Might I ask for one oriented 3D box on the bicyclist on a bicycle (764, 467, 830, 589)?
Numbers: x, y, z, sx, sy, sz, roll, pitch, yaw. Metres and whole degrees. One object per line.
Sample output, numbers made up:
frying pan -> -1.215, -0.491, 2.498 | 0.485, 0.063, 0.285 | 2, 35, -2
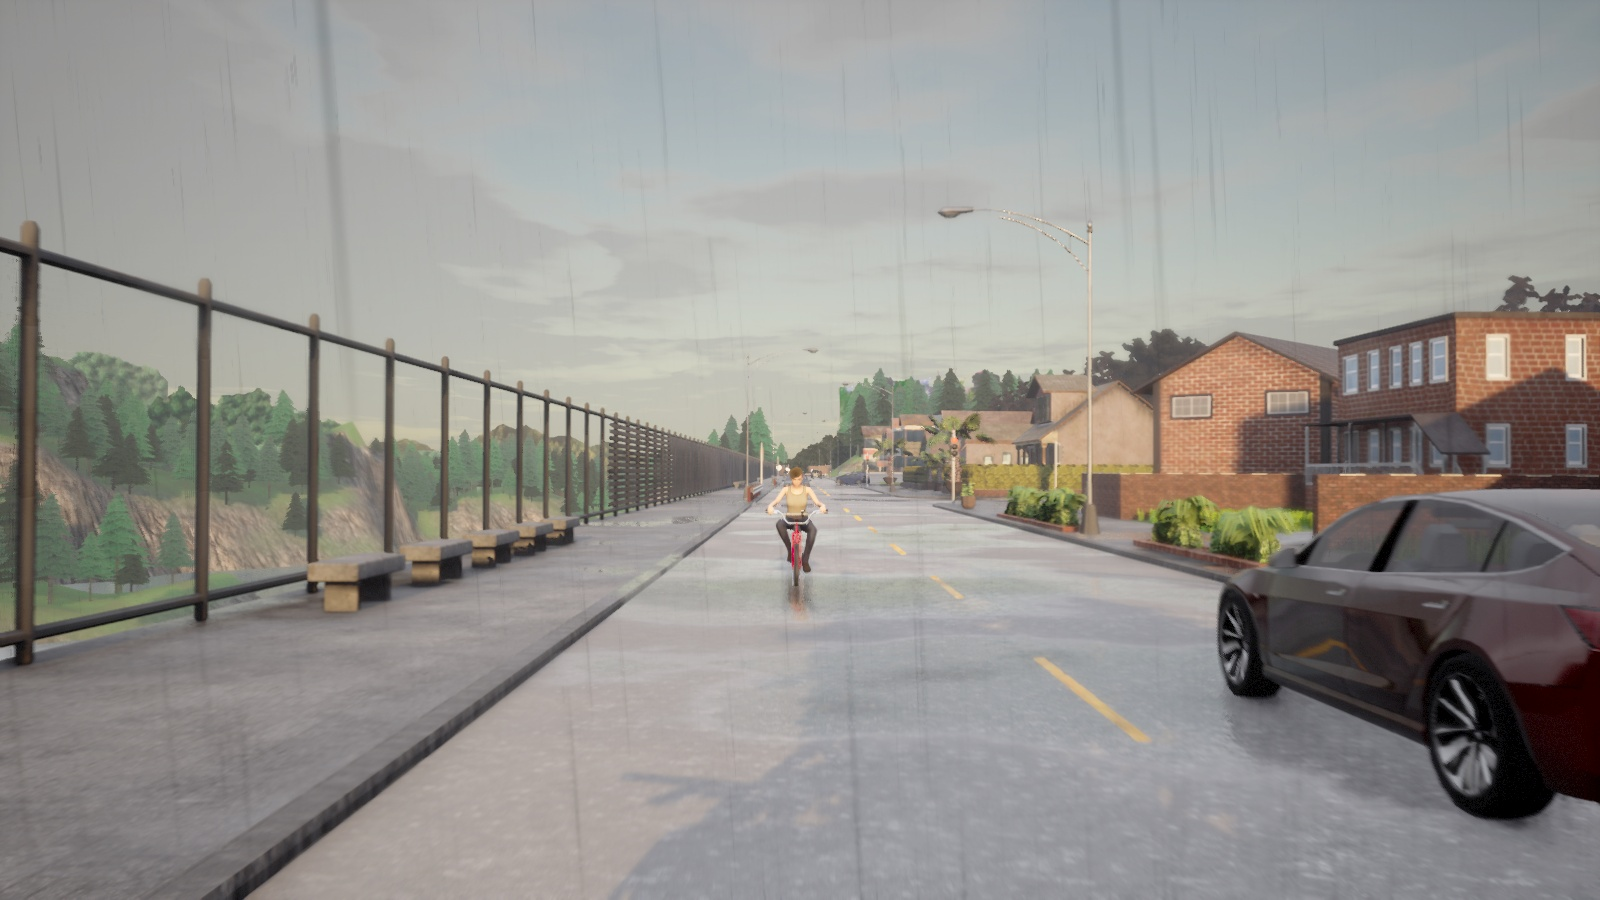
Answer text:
bicyclist on a bicycle -> -0.038, 1.043, 17.412 | 0.866, 1.612, 1.509 | 0, -1, 0

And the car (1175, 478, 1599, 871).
car -> 3.982, 0.920, 7.272 | 2.163, 1.488, 4.792 | 0, -1, 0

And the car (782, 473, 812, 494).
car -> -0.208, 2.330, 87.618 | 2.033, 1.411, 5.357 | 0, -1, 0
